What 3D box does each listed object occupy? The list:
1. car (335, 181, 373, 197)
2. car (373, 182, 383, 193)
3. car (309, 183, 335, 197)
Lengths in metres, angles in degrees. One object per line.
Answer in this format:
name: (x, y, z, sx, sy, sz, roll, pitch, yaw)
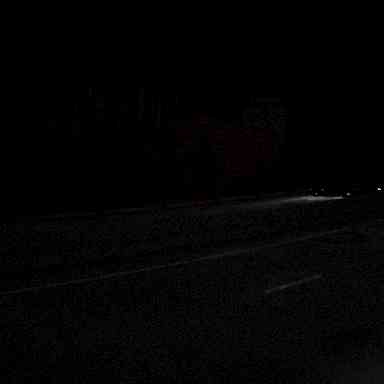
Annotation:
car: (17.100, -0.375, 33.340, 5.357, 1.411, 2.033, -5, 3, -35)
car: (18.824, -0.292, 30.270, 4.718, 1.301, 1.895, -5, 3, -35)
car: (14.760, -0.293, 35.969, 4.718, 1.301, 1.895, -5, 3, -35)
